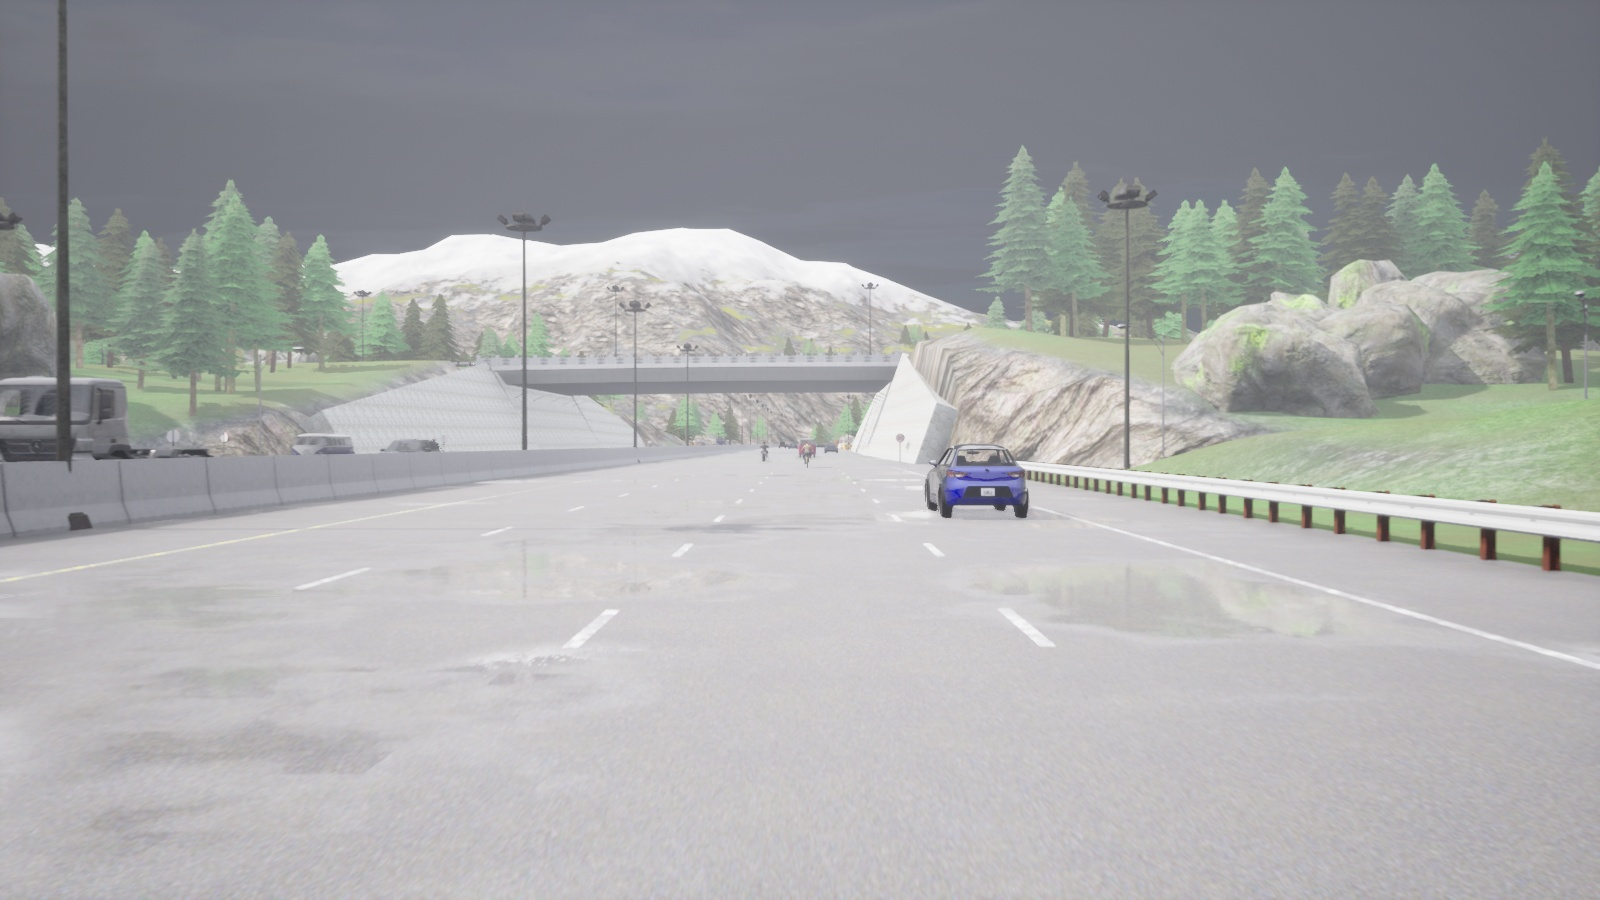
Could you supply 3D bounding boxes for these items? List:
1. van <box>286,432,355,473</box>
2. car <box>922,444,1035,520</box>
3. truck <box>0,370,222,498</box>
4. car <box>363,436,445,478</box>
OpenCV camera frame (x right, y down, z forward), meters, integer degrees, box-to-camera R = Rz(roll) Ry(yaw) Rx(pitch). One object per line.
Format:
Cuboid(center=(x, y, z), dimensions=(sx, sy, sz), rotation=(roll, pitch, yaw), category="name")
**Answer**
Cuboid(center=(-24.125, 0.126, 63.300), dimensions=(1.775, 1.987, 4.442), rotation=(0, 0, 0), category="van")
Cuboid(center=(3.666, 0.614, 26.484), dimensions=(1.816, 1.474, 4.193), rotation=(0, 0, 0), category="car")
Cuboid(center=(-20.769, -0.466, 37.936), dimensions=(2.891, 3.462, 7.936), rotation=(0, 0, 0), category="truck")
Cuboid(center=(-17.174, 0.282, 54.698), dimensions=(2.097, 1.767, 4.553), rotation=(0, 0, 0), category="car")
